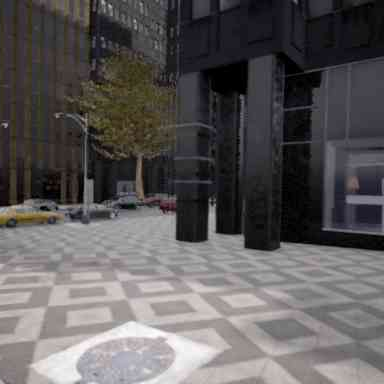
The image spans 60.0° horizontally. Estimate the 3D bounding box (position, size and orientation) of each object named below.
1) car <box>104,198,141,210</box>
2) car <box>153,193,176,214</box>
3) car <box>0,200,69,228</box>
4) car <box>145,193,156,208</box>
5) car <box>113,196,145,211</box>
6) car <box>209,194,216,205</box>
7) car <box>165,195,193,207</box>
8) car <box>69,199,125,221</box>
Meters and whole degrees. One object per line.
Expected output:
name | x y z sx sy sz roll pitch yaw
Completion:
car | -8.276 1.372 40.084 1.802 1.307 4.206 2 1 36
car | -1.356 1.312 35.099 2.192 1.841 5.009 2 1 36
car | -10.938 1.501 21.829 1.752 1.417 4.829 2 1 36
car | -5.045 1.113 44.551 2.192 1.841 5.009 2 1 36
car | -7.769 1.204 36.217 2.097 1.767 4.553 2 1 36
car | 4.820 1.102 53.496 2.150 2.045 5.566 2 1 36
car | -1.821 1.246 49.023 1.967 1.590 4.097 2 1 36
car | -7.812 1.534 26.162 2.008 1.369 4.403 2 1 36
